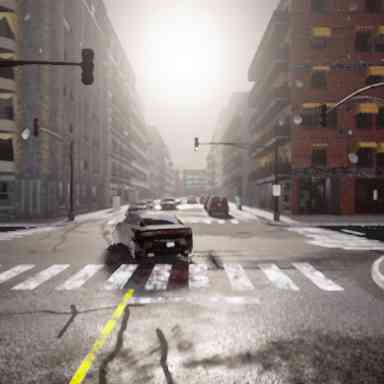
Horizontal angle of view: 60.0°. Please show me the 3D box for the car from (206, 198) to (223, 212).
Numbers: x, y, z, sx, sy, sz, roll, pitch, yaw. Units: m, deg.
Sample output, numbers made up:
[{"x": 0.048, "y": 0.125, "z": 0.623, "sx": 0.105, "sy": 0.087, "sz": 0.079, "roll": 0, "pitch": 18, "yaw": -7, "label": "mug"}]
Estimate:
[{"x": 2.587, "y": 1.485, "z": 39.246, "sx": 1.752, "sy": 1.417, "sz": 4.829, "roll": 1, "pitch": 0, "yaw": 0, "label": "car"}]

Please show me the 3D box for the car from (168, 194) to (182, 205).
[{"x": -2.779, "y": 1.518, "z": 58.548, "sx": 2.033, "sy": 1.411, "sz": 5.357, "roll": 0, "pitch": 0, "yaw": 1, "label": "car"}]

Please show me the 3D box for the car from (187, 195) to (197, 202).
[{"x": 0.013, "y": 1.401, "z": 73.527, "sx": 1.994, "sy": 1.385, "sz": 4.181, "roll": 0, "pitch": 0, "yaw": 0, "label": "car"}]

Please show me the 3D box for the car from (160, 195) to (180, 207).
[{"x": -2.835, "y": 1.463, "z": 41.288, "sx": 1.837, "sy": 1.490, "sz": 4.892, "roll": 0, "pitch": 0, "yaw": 0, "label": "car"}]

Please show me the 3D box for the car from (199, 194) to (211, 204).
[{"x": 2.592, "y": 1.307, "z": 66.876, "sx": 2.192, "sy": 1.841, "sz": 5.009, "roll": 1, "pitch": 0, "yaw": 0, "label": "car"}]

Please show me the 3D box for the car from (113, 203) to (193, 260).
[{"x": -1.620, "y": 1.421, "z": 12.444, "sx": 1.882, "sy": 1.535, "sz": 5.008, "roll": 0, "pitch": 1, "yaw": -23, "label": "car"}]

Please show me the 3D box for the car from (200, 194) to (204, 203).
[{"x": 2.591, "y": 1.272, "z": 44.641, "sx": 2.192, "sy": 1.841, "sz": 5.009, "roll": 1, "pitch": 0, "yaw": 0, "label": "car"}]

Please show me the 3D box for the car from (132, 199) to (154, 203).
[{"x": -5.294, "y": 1.530, "z": 33.472, "sx": 1.947, "sy": 1.339, "sz": 4.313, "roll": 1, "pitch": 0, "yaw": 0, "label": "car"}]

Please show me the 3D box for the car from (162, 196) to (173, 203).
[{"x": -5.291, "y": 1.563, "z": 72.406, "sx": 2.008, "sy": 1.369, "sz": 4.403, "roll": 1, "pitch": 0, "yaw": 0, "label": "car"}]

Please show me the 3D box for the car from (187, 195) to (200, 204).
[{"x": 0.011, "y": 1.584, "z": 63.547, "sx": 1.895, "sy": 1.301, "sz": 4.718, "roll": 0, "pitch": 0, "yaw": 0, "label": "car"}]

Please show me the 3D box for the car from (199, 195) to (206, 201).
[{"x": 2.765, "y": 1.536, "z": 88.033, "sx": 1.801, "sy": 1.575, "sz": 5.366, "roll": 0, "pitch": 0, "yaw": 0, "label": "car"}]

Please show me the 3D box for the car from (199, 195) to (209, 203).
[{"x": 2.590, "y": 1.453, "z": 72.439, "sx": 1.967, "sy": 1.590, "sz": 4.097, "roll": 1, "pitch": 0, "yaw": 0, "label": "car"}]

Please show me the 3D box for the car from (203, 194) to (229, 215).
[{"x": 2.590, "y": 1.279, "z": 33.517, "sx": 2.192, "sy": 1.841, "sz": 5.009, "roll": 1, "pitch": 0, "yaw": 0, "label": "car"}]

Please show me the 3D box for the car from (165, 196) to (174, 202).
[{"x": -5.290, "y": 1.560, "z": 77.798, "sx": 1.752, "sy": 1.417, "sz": 4.829, "roll": 1, "pitch": 0, "yaw": 0, "label": "car"}]
